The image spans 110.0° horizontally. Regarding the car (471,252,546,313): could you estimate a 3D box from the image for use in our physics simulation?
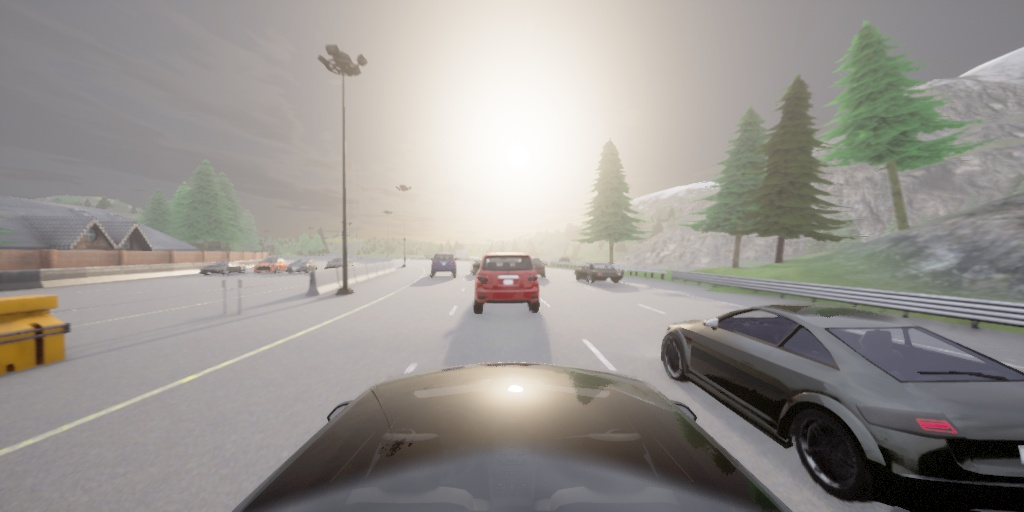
[{"bbox_3d":[-0.308,0.874,13.763,2.150,2.045,5.566,0,1,-4],"label":"car"}]

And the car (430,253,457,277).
[{"bbox_3d":[-6.212,0.753,32.610,2.150,2.045,5.566,0,1,-11],"label":"car"}]

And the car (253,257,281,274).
[{"bbox_3d":[-25.712,0.956,38.436,2.097,1.767,4.553,0,1,-14],"label":"car"}]

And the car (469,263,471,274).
[{"bbox_3d":[-2.911,1.006,33.756,1.837,1.490,4.892,0,1,-11],"label":"car"}]

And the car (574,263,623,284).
[{"bbox_3d":[5.659,1.127,24.201,1.895,1.301,4.718,0,0,-7],"label":"car"}]

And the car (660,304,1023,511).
[{"bbox_3d":[3.517,1.270,4.391,1.994,1.385,4.181,0,1,-1],"label":"car"}]

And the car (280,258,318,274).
[{"bbox_3d":[-21.932,1.078,37.678,2.128,1.511,4.902,0,1,-13],"label":"car"}]

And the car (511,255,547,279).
[{"bbox_3d":[1.283,0.859,29.685,2.097,1.767,4.553,-1,0,-9],"label":"car"}]

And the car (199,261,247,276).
[{"bbox_3d":[-28.627,1.192,35.768,2.033,1.411,5.357,0,0,-13],"label":"car"}]

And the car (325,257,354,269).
[{"bbox_3d":[-18.617,0.908,38.860,2.097,1.767,4.553,-1,1,-14],"label":"car"}]
